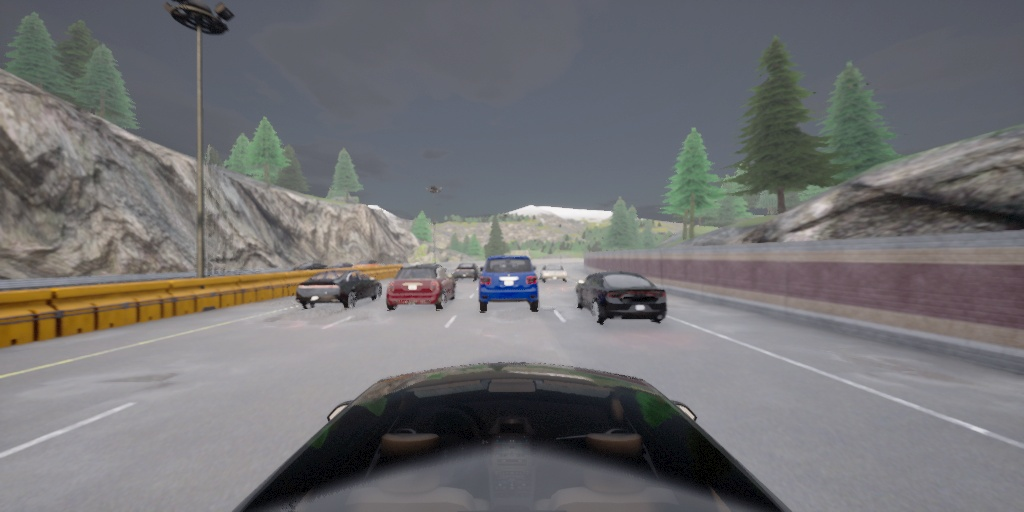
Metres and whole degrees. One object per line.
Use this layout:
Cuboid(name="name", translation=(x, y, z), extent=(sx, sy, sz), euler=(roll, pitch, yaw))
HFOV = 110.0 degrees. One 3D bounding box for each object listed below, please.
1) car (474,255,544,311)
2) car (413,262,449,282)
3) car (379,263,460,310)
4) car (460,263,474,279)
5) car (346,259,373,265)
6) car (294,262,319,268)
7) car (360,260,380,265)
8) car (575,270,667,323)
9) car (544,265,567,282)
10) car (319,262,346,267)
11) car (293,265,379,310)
Cuboid(name="car", translation=(-0.147, 0.998, 14.686), extent=(2.150, 2.045, 5.566), euler=(0, 0, -1))
Cuboid(name="car", translation=(-7.111, 1.349, 32.157), extent=(1.882, 1.535, 5.008), euler=(-1, 0, 2))
Cuboid(name="car", translation=(-3.656, 1.162, 15.178), extent=(2.097, 1.767, 4.553), euler=(0, 0, -1))
Cuboid(name="car", translation=(-3.677, 1.331, 30.654), extent=(2.128, 1.511, 4.902), euler=(-1, 0, 2))
Cuboid(name="car", translation=(-19.756, 1.364, 48.457), extent=(2.097, 1.767, 4.553), euler=(-1, 0, 9))
Cuboid(name="car", translation=(-26.908, 1.550, 47.958), extent=(1.882, 1.535, 5.008), euler=(-1, 0, 8))
Cuboid(name="car", translation=(-16.701, 1.581, 45.294), extent=(1.895, 1.301, 4.718), euler=(-1, 0, 8))
Cuboid(name="car", translation=(3.395, 1.220, 12.076), extent=(1.882, 1.535, 5.008), euler=(0, 0, -1))
Cuboid(name="car", translation=(3.271, 1.378, 29.153), extent=(1.895, 1.301, 4.718), euler=(0, 0, 2))
Cuboid(name="car", translation=(-23.246, 1.591, 48.965), extent=(2.033, 1.411, 5.357), euler=(-1, 0, 8))
Cuboid(name="car", translation=(-7.158, 1.330, 15.346), extent=(2.128, 1.511, 4.902), euler=(0, 0, -1))
